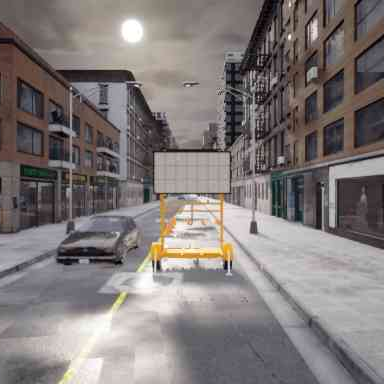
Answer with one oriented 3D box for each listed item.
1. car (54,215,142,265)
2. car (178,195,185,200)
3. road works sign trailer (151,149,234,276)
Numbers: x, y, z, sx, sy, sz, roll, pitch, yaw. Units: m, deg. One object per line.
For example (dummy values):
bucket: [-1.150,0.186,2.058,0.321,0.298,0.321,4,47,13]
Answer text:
car: [-2.995,1.550,11.910,2.033,1.411,5.357,0,0,0]
car: [-2.964,1.691,95.303,2.033,1.411,5.357,0,0,0]
road works sign trailer: [0.004,0.466,10.381,2.380,3.560,2.880,0,0,0]
